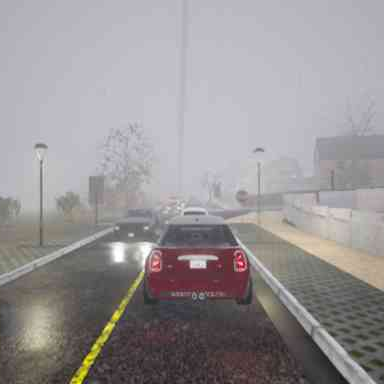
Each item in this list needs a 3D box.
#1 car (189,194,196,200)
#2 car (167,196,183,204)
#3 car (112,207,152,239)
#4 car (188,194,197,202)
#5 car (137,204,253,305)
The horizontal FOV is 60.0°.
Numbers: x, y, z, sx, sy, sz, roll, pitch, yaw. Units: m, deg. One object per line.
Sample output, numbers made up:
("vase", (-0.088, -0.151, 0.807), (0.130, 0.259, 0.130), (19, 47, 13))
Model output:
("car", (0.173, 1.327, 84.437), (1.812, 1.442, 4.674), (0, 0, 0))
("car", (-2.729, 1.442, 51.011), (1.882, 1.535, 5.008), (0, 0, 0))
("car", (-2.715, 1.529, 17.522), (2.033, 1.411, 5.357), (0, 0, 0))
("car", (0.153, 1.510, 74.430), (1.994, 1.385, 4.181), (0, 0, 0))
("car", (0.114, 1.343, 8.222), (2.097, 1.767, 4.553), (0, 0, 0))
